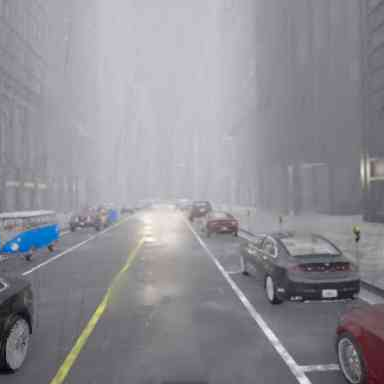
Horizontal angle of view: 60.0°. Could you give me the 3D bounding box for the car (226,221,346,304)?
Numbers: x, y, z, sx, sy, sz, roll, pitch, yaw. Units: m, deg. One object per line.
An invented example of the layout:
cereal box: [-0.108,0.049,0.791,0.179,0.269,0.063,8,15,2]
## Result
car: [2.307,1.614,8.137,2.008,1.369,4.403,-1,-1,-4]

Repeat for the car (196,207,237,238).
car: [1.510,1.781,19.380,1.887,1.381,4.507,-1,-1,-4]

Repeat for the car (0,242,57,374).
car: [-3.102,1.601,2.959,2.128,1.511,4.902,-1,-1,-4]

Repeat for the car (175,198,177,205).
car: [-2.075,2.487,69.975,1.967,1.590,4.097,-1,-1,-4]

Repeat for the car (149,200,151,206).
car: [-10.971,2.879,74.978,1.947,1.339,4.313,-1,-1,-4]

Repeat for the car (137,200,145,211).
car: [-9.777,2.604,58.112,1.947,1.339,4.313,-1,-1,-4]

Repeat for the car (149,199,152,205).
car: [-11.369,2.971,80.600,1.947,1.339,4.313,-1,-1,-4]

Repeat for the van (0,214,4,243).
van: [-6.199,1.580,7.520,1.690,1.788,3.998,-1,-1,-4]

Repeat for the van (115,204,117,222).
van: [-7.791,1.929,30.006,1.690,1.788,3.998,-1,-1,-4]

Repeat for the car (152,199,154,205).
car: [-11.773,2.812,86.225,2.192,1.841,5.009,-1,-1,-4]

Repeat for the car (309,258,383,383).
car: [2.706,1.559,2.515,1.802,1.307,4.206,-1,-1,-4]

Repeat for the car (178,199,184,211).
car: [-0.891,2.300,53.279,1.752,1.417,4.829,-1,-1,-4]

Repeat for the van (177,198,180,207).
van: [-1.282,2.204,58.733,1.690,1.788,3.998,-1,-1,-4]

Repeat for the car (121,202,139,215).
car: [-8.981,2.401,46.869,1.887,1.381,4.507,-1,-1,-4]

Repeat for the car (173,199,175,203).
car: [-2.869,2.781,81.216,2.008,1.369,4.403,-1,-1,-4]

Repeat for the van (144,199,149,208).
van: [-10.579,2.563,69.360,1.690,1.788,3.998,-1,-1,-4]

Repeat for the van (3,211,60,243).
van: [-6.597,1.666,13.141,1.690,1.788,3.998,-1,-1,-4]

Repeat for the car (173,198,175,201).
car: [-3.667,2.853,92.460,1.967,1.590,4.097,-1,-1,-4]

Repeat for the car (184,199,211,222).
car: [0.709,1.727,30.626,2.192,1.841,5.009,-1,-1,-4]

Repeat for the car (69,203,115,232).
car: [-7.394,1.814,24.385,2.192,1.841,5.009,-1,-1,-4]
